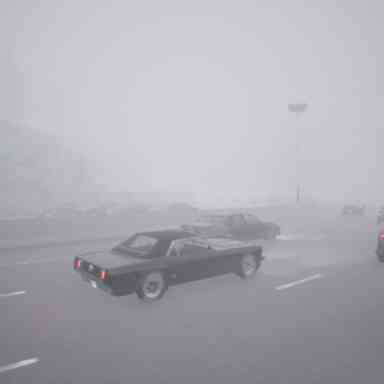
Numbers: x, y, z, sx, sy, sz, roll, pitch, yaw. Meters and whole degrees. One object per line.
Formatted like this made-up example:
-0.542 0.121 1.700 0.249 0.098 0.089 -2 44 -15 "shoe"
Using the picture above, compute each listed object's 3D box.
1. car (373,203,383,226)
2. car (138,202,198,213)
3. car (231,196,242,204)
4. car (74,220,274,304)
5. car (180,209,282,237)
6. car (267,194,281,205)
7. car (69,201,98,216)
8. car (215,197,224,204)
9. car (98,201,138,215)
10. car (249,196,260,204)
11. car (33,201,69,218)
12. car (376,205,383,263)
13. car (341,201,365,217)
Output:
14.771 1.567 24.313 2.033 1.411 5.357 0 0 36 "car"
-1.581 1.554 26.582 1.882 1.535 5.008 0 0 41 "car"
9.114 1.611 68.490 2.128 1.511 4.902 0 0 5 "car"
-0.293 1.625 8.297 4.718 1.301 1.895 0 0 -38 "car"
1.801 1.582 14.706 5.357 1.411 2.033 0 0 -43 "car"
15.600 1.345 63.539 2.150 2.045 5.566 0 0 9 "car"
-8.013 1.583 29.873 1.882 1.535 5.008 0 0 43 "car"
5.612 1.711 68.572 1.895 1.301 4.718 0 0 5 "car"
-4.952 1.582 28.082 2.128 1.511 4.902 0 0 42 "car"
12.349 1.644 65.420 1.882 1.535 5.008 0 0 7 "car"
-12.046 1.625 30.773 4.892 1.490 1.837 0 0 -45 "car"
7.873 1.357 11.022 4.553 1.767 2.097 0 0 -44 "car"
15.456 1.563 31.873 1.812 1.442 4.674 0 0 31 "car"
